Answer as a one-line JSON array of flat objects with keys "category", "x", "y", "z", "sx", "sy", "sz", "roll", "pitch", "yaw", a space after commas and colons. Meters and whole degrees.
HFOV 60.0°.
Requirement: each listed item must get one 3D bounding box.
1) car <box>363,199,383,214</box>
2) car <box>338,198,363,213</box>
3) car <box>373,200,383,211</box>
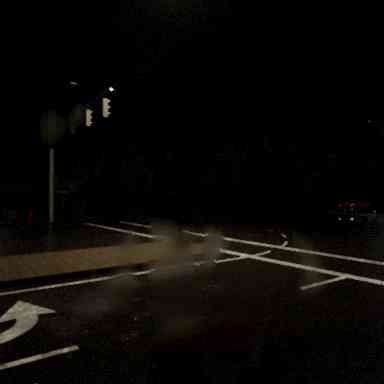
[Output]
[{"category": "car", "x": 22.541, "y": 1.796, "z": 38.614, "sx": 5.357, "sy": 1.411, "sz": 2.033, "roll": 0, "pitch": 0, "yaw": -35}, {"category": "car", "x": 20.133, "y": 1.598, "z": 41.150, "sx": 4.553, "sy": 1.767, "sz": 2.097, "roll": 0, "pitch": 0, "yaw": -35}, {"category": "car", "x": 27.153, "y": 1.862, "z": 46.170, "sx": 4.181, "sy": 1.385, "sz": 1.994, "roll": 0, "pitch": 0, "yaw": -36}]
